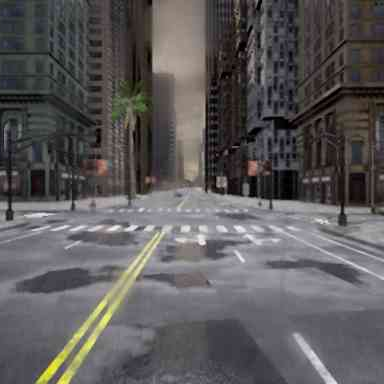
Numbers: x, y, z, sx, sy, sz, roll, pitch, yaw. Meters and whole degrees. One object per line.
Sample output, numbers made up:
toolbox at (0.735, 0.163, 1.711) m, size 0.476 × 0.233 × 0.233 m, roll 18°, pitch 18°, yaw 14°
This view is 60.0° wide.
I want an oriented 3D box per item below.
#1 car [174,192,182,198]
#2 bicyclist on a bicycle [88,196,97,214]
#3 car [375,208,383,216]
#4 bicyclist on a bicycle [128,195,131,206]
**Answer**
car at (-3.286, 0.738, 78.959) m, size 1.895 × 1.301 × 4.718 m, roll 0°, pitch 0°, yaw 0°
bicyclist on a bicycle at (-9.033, 1.182, 30.319) m, size 0.866 × 1.612 × 1.509 m, roll 0°, pitch 0°, yaw -3°
car at (20.577, 1.665, 32.558) m, size 4.829 × 1.417 × 1.752 m, roll 1°, pitch -1°, yaw 0°
bicyclist on a bicycle at (-8.791, 1.183, 46.812) m, size 0.582 × 1.620 × 1.656 m, roll 0°, pitch 1°, yaw 0°
